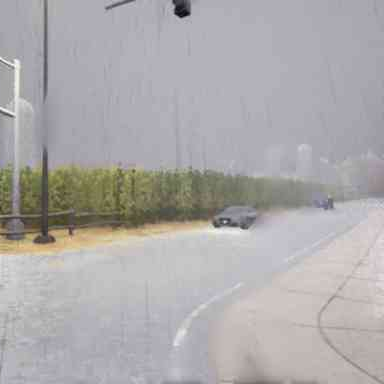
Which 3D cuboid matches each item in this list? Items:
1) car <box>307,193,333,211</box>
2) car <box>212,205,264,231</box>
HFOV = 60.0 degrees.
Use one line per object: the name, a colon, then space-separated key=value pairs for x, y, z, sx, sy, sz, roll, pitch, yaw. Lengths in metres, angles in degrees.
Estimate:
car: x=15.717 y=1.155 z=40.582 sx=2.150 sy=2.045 sz=5.566 roll=1 pitch=0 yaw=33
car: x=2.925 y=1.507 z=20.549 sx=1.994 sy=1.385 sz=4.181 roll=1 pitch=0 yaw=32
